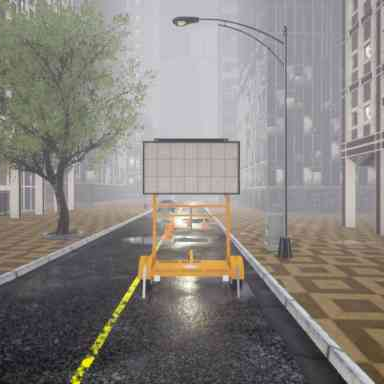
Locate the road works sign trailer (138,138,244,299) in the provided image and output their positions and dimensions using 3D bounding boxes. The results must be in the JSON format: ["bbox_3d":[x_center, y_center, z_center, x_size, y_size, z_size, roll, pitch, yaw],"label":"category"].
[{"bbox_3d":[-0.018,0.464,8.393,2.380,3.560,2.880,0,0,0],"label":"road works sign trailer"}]

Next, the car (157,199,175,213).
[{"bbox_3d":[-2.832,1.550,36.944,1.812,1.442,4.674,0,0,0],"label":"car"}]
